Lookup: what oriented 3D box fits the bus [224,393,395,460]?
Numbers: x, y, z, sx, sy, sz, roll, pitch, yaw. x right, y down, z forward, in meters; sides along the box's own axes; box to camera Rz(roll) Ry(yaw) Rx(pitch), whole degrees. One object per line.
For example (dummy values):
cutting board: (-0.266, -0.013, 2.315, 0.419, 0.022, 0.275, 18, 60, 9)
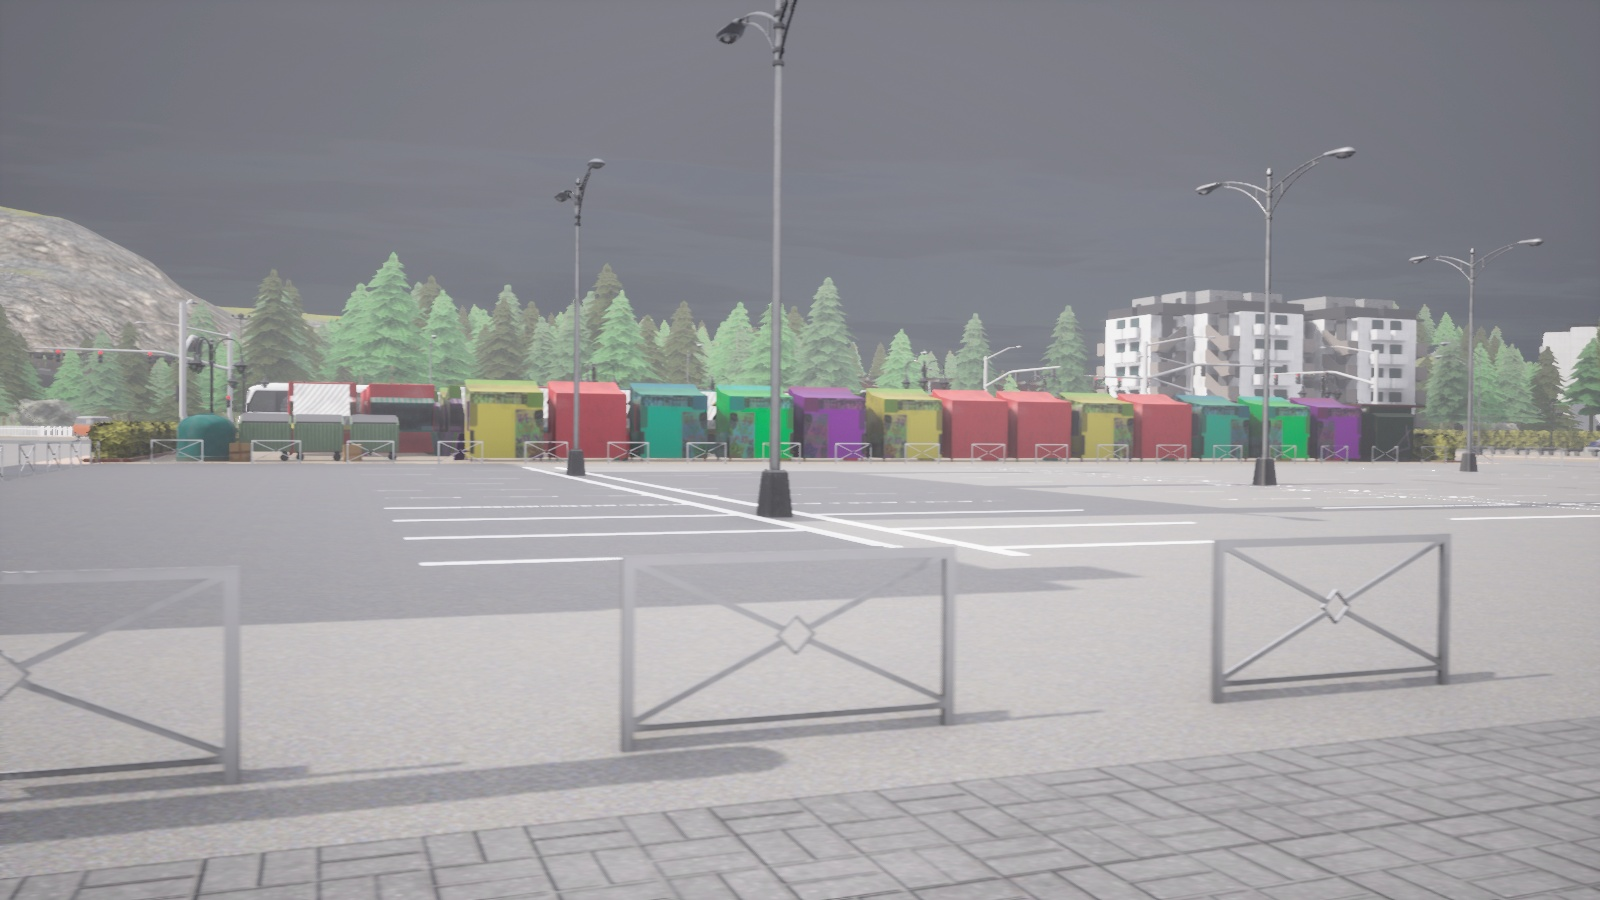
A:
bus: (-32.648, -1.586, 83.641, 10.273, 4.253, 3.944, -1, 1, -25)
